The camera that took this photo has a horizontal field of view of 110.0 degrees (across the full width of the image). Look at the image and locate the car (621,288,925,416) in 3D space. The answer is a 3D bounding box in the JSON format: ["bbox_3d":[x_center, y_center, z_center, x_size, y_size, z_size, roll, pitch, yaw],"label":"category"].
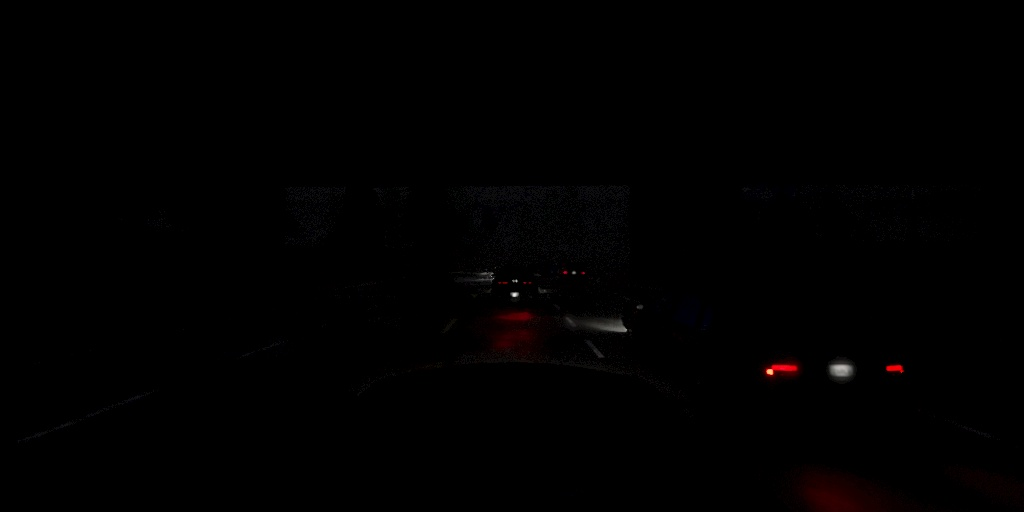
[{"bbox_3d":[3.574,1.275,6.382,2.033,1.411,5.357,0,0,0],"label":"car"}]

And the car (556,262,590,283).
[{"bbox_3d":[4.722,1.177,26.570,2.033,1.411,5.357,0,0,12],"label":"car"}]

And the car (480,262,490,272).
[{"bbox_3d":[-1.491,1.108,41.021,2.033,1.411,5.357,0,0,28],"label":"car"}]

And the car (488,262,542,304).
[{"bbox_3d":[0.154,1.186,15.943,1.837,1.490,4.892,0,0,1],"label":"car"}]

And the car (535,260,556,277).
[{"bbox_3d":[3.012,1.077,32.790,1.882,1.535,5.008,0,0,18],"label":"car"}]

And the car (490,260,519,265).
[{"bbox_3d":[-0.124,1.188,35.474,1.895,1.301,4.718,0,0,21],"label":"car"}]
